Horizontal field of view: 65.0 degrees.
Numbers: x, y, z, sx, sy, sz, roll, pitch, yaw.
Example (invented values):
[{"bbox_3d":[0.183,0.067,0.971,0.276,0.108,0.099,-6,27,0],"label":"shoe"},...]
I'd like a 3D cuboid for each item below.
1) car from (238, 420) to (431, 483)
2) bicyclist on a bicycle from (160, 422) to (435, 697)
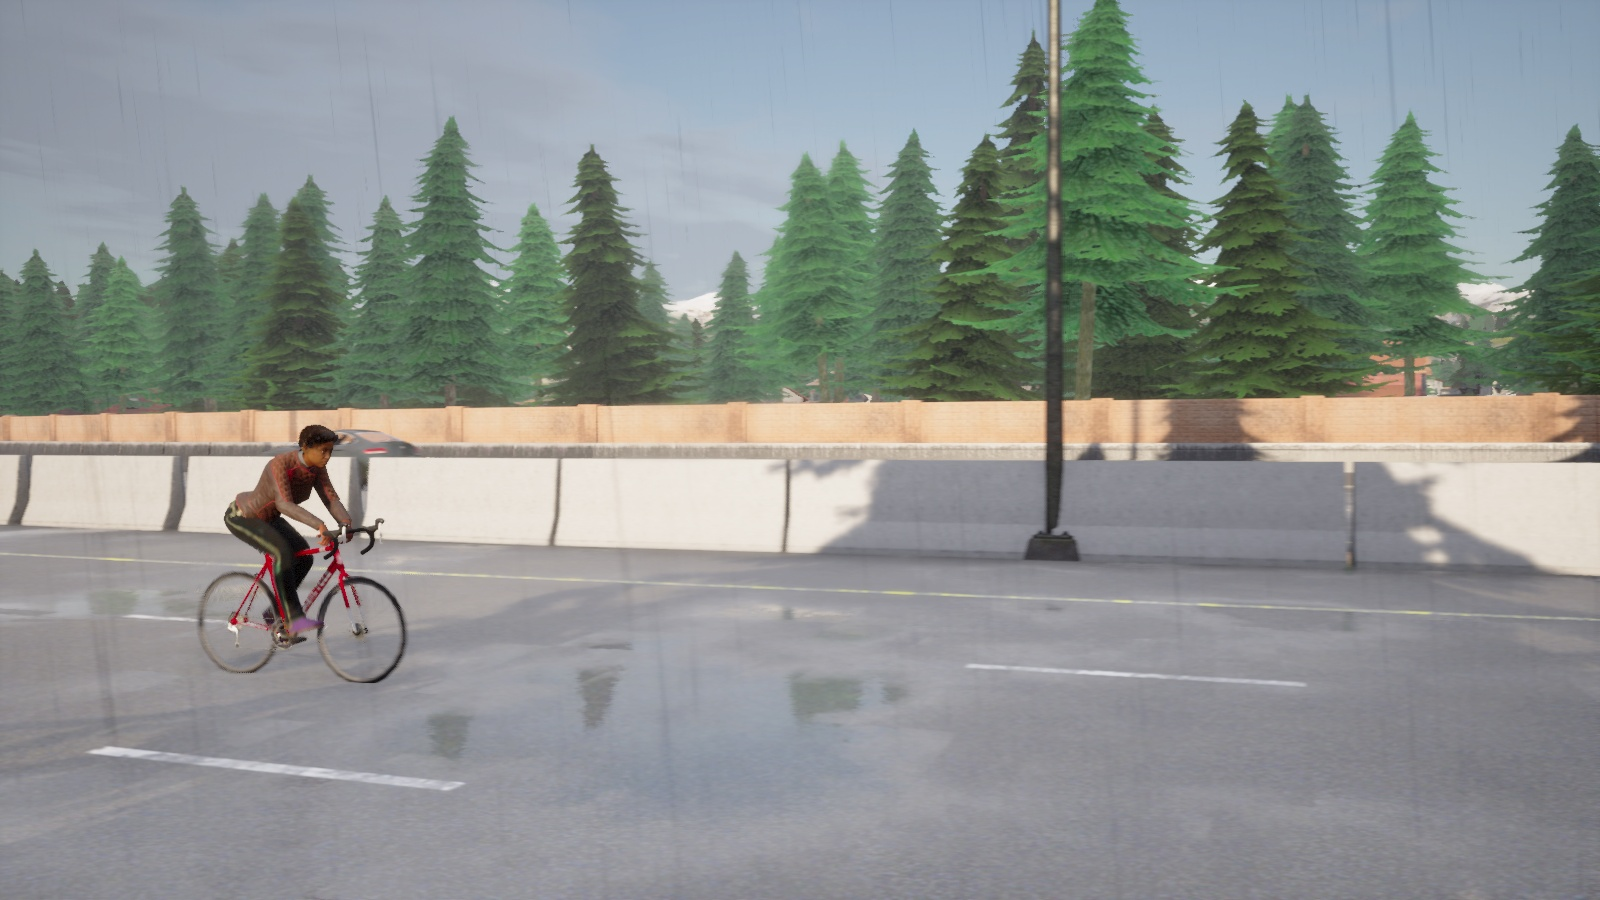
[{"bbox_3d":[-12.911,0.000,34.826,5.027,1.651,2.152,1,1,26],"label":"car"},{"bbox_3d":[-3.203,0.640,7.999,1.656,1.620,0.582,1,1,20],"label":"bicyclist on a bicycle"}]
